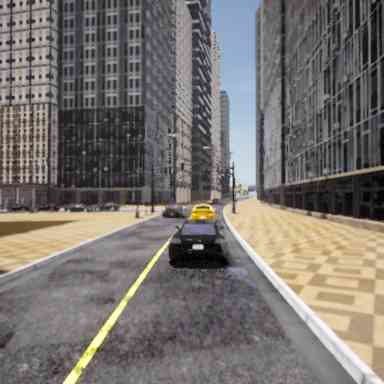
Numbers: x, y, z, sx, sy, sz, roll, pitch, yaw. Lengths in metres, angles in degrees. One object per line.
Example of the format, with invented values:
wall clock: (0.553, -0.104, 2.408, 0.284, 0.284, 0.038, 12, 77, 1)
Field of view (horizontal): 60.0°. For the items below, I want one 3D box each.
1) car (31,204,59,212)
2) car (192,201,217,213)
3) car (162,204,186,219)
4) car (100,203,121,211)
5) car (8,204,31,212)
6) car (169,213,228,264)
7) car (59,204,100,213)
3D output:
car: (-25.073, 2.693, 58.011, 4.313, 1.339, 1.947, -1, 0, 13)
car: (0.991, 1.794, 28.148, 1.882, 1.535, 5.008, 0, -1, 4)
car: (-1.756, 1.938, 33.590, 1.994, 1.385, 4.181, 0, -1, 4)
car: (-14.106, 2.456, 55.507, 4.403, 1.369, 2.008, -1, 0, 13)
car: (-30.555, 2.805, 59.263, 4.313, 1.339, 1.947, -1, 0, 13)
car: (0.271, 1.709, 12.406, 1.994, 1.385, 4.181, 0, -1, 2)
car: (-15.973, 2.328, 47.339, 4.403, 1.369, 2.008, -1, 0, 13)
